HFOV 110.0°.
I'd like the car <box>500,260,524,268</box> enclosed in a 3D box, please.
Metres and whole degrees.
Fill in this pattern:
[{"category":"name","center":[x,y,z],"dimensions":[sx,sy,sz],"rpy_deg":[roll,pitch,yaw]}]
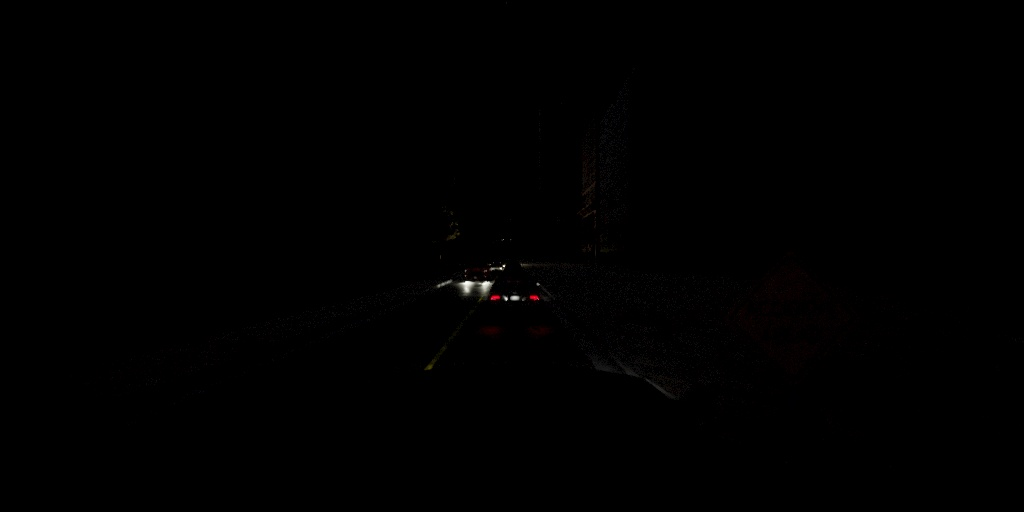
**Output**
[{"category":"car","center":[0.091,1.431,33.828],"dimensions":[1.837,1.490,4.892],"rpy_deg":[0,0,0]}]

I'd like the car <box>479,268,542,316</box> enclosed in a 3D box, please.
[{"category":"car","center":[0.093,1.361,13.582],"dimensions":[2.033,1.411,5.357],"rpy_deg":[0,0,0]}]

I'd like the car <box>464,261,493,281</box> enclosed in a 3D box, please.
[{"category":"car","center":[-3.104,1.271,32.621],"dimensions":[2.097,1.767,4.553],"rpy_deg":[0,0,0]}]

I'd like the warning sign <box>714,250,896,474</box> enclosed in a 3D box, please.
[{"category":"warning sign","center":[2.717,0.875,3.484],"dimensions":[1.300,1.860,1.060],"rpy_deg":[0,0,0]}]
